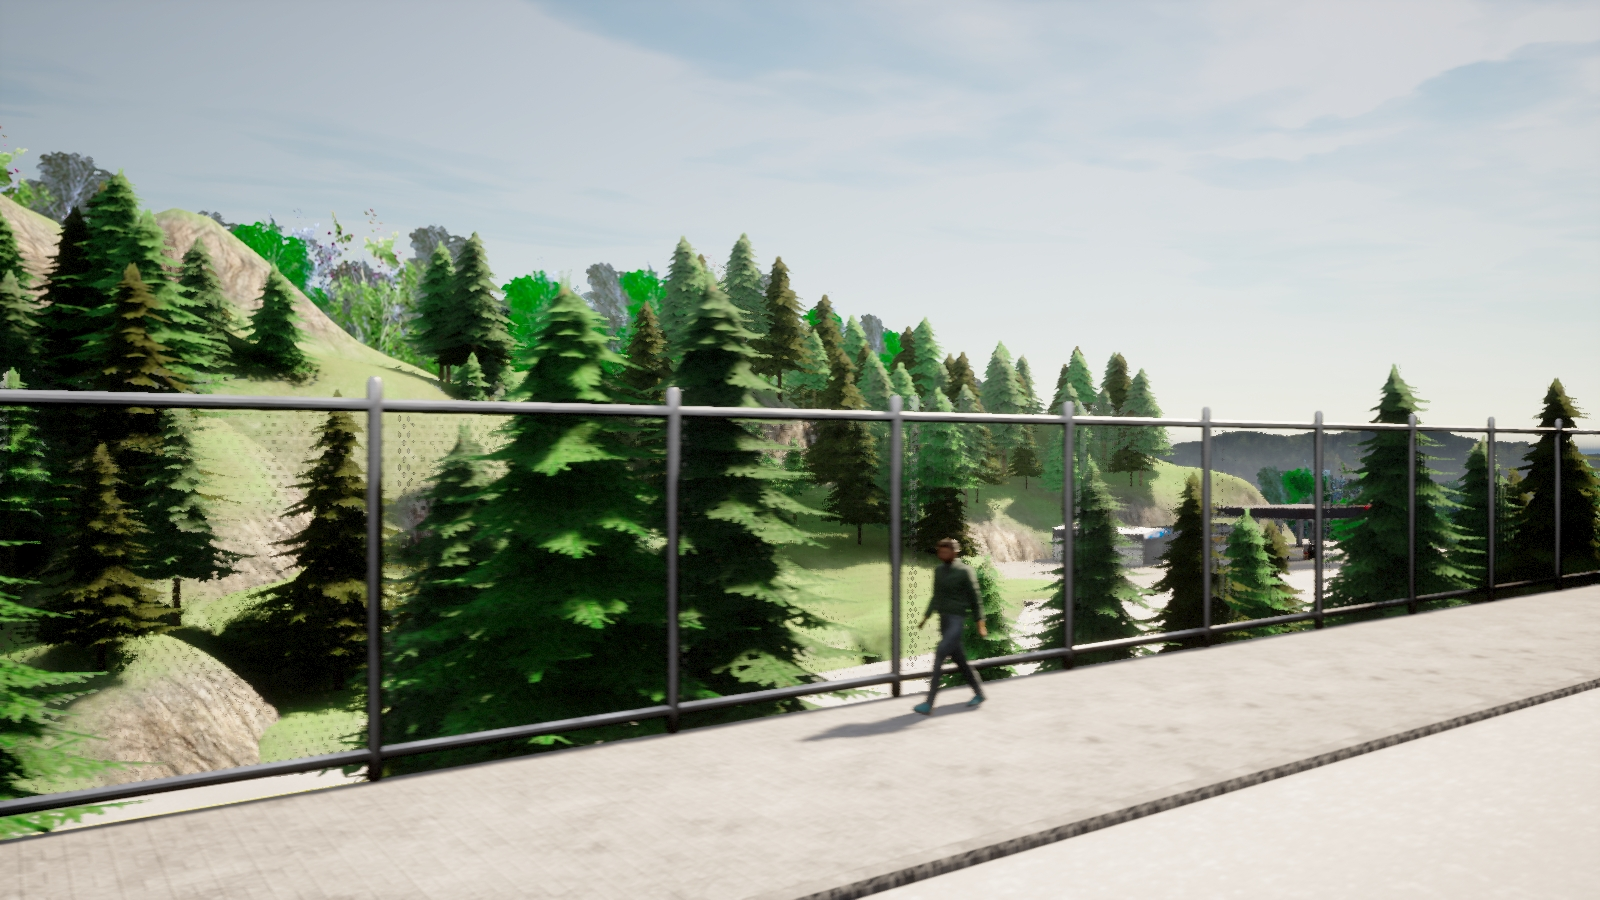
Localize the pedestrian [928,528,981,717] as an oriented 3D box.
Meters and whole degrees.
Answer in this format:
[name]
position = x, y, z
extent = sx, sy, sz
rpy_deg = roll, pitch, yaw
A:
[pedestrian]
position = 1.586, 1.744, 11.725
extent = 0.375, 1.860, 0.375
rpy_deg = 0, 0, -37
